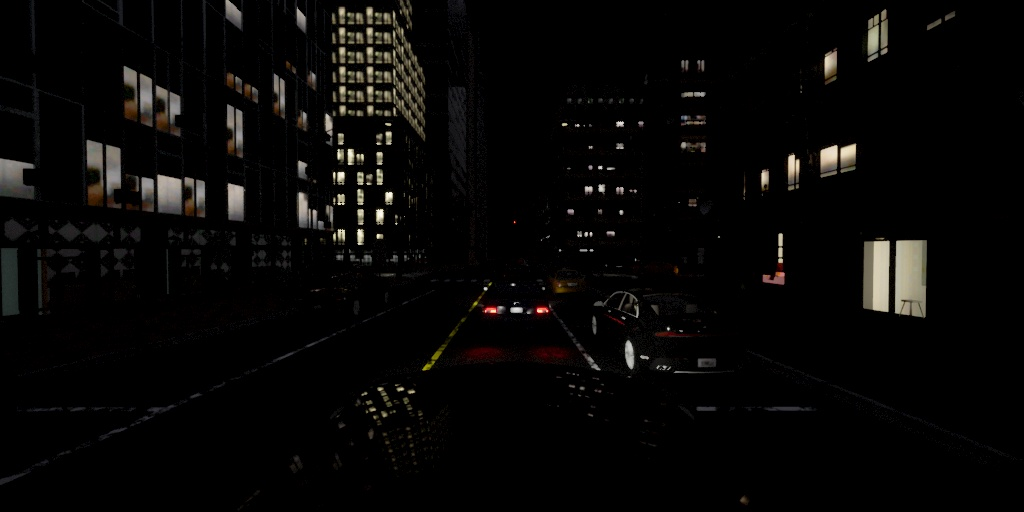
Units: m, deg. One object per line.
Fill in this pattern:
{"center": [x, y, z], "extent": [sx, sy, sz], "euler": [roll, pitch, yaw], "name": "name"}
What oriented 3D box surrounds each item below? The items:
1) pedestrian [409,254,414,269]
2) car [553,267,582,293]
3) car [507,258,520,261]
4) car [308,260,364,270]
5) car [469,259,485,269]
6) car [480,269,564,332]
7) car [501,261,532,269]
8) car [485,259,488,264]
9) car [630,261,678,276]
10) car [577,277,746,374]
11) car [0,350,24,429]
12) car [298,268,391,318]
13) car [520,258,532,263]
{"center": [-12.628, 0.667, 45.066], "extent": [0.375, 1.860, 0.375], "euler": [0, 0, 1], "name": "pedestrian"}
{"center": [2.787, 1.270, 18.792], "extent": [1.751, 1.417, 4.829], "euler": [0, 0, 0], "name": "car"}
{"center": [-0.109, 1.336, 53.187], "extent": [1.895, 1.301, 4.718], "euler": [0, 0, 1], "name": "car"}
{"center": [-17.646, 1.106, 36.402], "extent": [5.008, 1.535, 1.882], "euler": [0, 1, -1], "name": "car"}
{"center": [-5.791, 1.260, 56.392], "extent": [1.751, 1.417, 4.829], "euler": [0, 0, 0], "name": "car"}
{"center": [0.085, 1.294, 10.770], "extent": [2.033, 1.411, 5.357], "euler": [0, 0, 0], "name": "car"}
{"center": [0.057, 1.248, 21.193], "extent": [1.837, 1.490, 4.892], "euler": [0, 0, 0], "name": "car"}
{"center": [-5.802, 1.299, 62.216], "extent": [1.948, 1.339, 4.313], "euler": [0, 0, 0], "name": "car"}
{"center": [15.452, 1.333, 39.196], "extent": [5.008, 1.535, 1.882], "euler": [0, 1, 1], "name": "car"}
{"center": [2.807, 1.298, 7.333], "extent": [2.007, 1.370, 4.403], "euler": [0, 0, 0], "name": "car"}
{"center": [-5.796, 1.300, 1.730], "extent": [2.007, 1.370, 4.403], "euler": [0, 0, 0], "name": "car"}
{"center": [-5.843, 1.291, 13.020], "extent": [1.888, 1.381, 4.507], "euler": [0, 0, 0], "name": "car"}
{"center": [2.579, 1.284, 62.231], "extent": [2.007, 1.370, 4.403], "euler": [0, 0, 0], "name": "car"}
